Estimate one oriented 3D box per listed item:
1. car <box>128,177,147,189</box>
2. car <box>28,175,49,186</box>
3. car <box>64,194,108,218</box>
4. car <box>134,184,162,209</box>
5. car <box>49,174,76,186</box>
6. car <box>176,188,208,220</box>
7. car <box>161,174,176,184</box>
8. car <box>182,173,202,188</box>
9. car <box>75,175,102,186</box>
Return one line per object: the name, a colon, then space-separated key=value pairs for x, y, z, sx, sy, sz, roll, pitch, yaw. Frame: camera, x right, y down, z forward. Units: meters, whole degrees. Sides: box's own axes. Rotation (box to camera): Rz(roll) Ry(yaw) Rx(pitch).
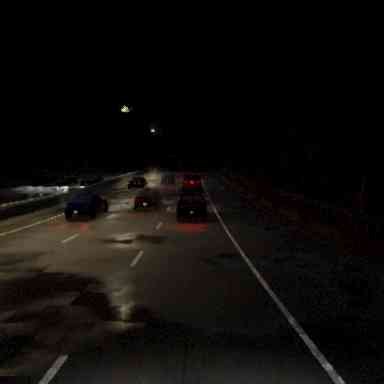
car: x=-6.975 y=-1.263 z=42.755 sx=2.033 sy=1.411 sz=5.357 roll=0 pitch=6 yaw=0
car: x=-21.153 y=-1.681 z=46.992 sx=1.895 sy=1.301 sz=4.718 roll=0 pitch=6 yaw=0
car: x=-6.937 y=0.839 z=22.102 sx=1.812 sy=1.442 sz=4.674 roll=0 pitch=4 yaw=0
car: x=-3.444 y=0.485 z=26.441 sx=1.812 sy=1.442 sz=4.674 roll=0 pitch=5 yaw=0
car: x=-17.656 y=-1.790 z=46.972 sx=2.128 sy=1.511 sz=4.902 roll=0 pitch=6 yaw=0
car: x=0.002 y=0.819 z=21.617 sx=1.882 sy=1.535 sz=5.008 roll=0 pitch=4 yaw=0
car: x=-3.486 y=-2.017 z=49.268 sx=1.812 sy=1.442 sz=4.674 roll=0 pitch=7 yaw=0
car: x=0.018 y=-1.311 z=40.248 sx=2.150 sy=2.045 sz=5.566 roll=0 pitch=7 yaw=0
car: x=-14.159 y=-1.735 z=46.980 sx=2.033 sy=1.411 sz=5.357 roll=0 pitch=6 yaw=0
